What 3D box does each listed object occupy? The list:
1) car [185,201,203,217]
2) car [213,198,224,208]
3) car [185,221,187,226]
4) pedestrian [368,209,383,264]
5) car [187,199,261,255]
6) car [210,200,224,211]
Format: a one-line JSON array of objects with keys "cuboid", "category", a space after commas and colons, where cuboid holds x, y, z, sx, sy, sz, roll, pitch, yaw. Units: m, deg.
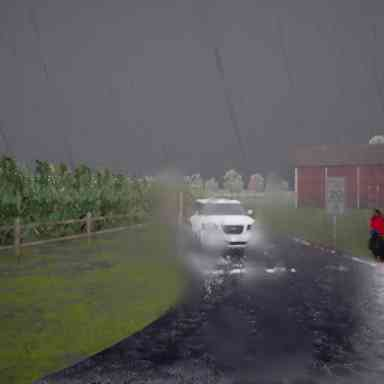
[{"cuboid": [0.227, 1.773, 35.591, 1.837, 1.490, 4.892, 0, 0, 0], "category": "car"}, {"cuboid": [4.831, 1.922, 60.006, 1.882, 1.535, 5.008, 0, 0, 7], "category": "car"}, {"cuboid": [0.416, 1.692, 25.442, 1.837, 1.490, 4.892, 0, -1, -2], "category": "car"}, {"cuboid": [5.985, 1.354, 10.678, 0.375, 1.860, 0.375, -1, 0, -7], "category": "pedestrian"}, {"cuboid": [1.190, 1.313, 14.164, 2.150, 2.045, 5.566, 0, -1, -5], "category": "car"}, {"cuboid": [3.736, 1.938, 49.152, 1.994, 1.385, 4.181, 0, 0, 4], "category": "car"}]
